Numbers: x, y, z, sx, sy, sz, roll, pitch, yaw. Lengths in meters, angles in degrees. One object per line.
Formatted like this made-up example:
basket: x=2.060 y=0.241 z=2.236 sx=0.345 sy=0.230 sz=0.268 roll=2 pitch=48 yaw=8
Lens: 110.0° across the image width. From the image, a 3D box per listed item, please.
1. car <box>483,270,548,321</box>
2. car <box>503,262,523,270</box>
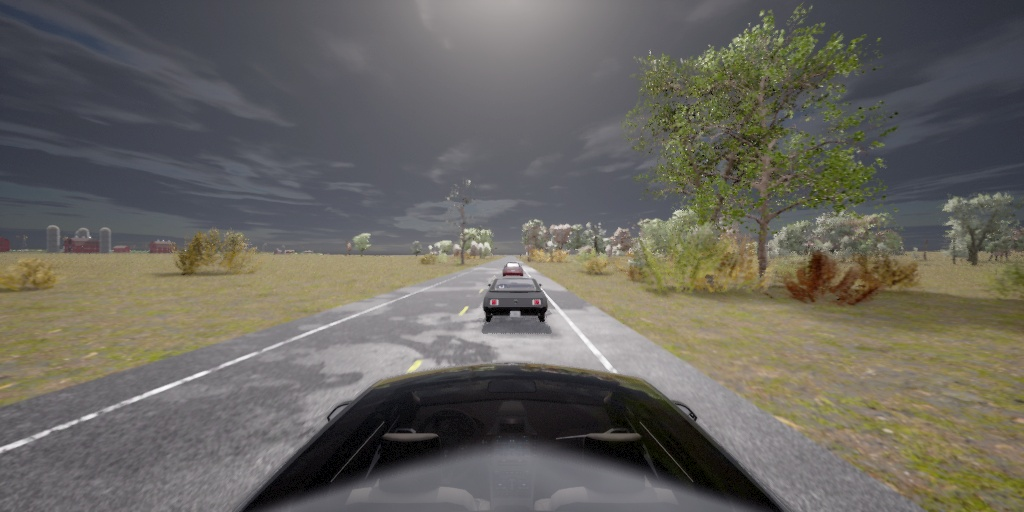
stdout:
car: x=0.097 y=1.350 z=12.421 sx=1.895 sy=1.301 sz=4.718 roll=0 pitch=0 yaw=0
car: x=0.093 y=1.309 z=34.810 sx=1.994 sy=1.385 sz=4.181 roll=0 pitch=0 yaw=0
